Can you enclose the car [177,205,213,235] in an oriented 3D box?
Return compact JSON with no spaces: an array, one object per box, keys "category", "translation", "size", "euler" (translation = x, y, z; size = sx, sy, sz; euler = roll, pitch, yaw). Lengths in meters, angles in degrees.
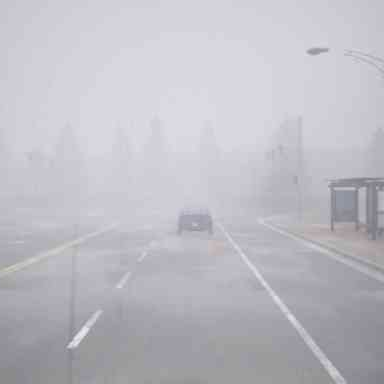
[{"category":"car","translation":[0.161,1.452,18.813],"size":[1.882,1.535,5.008],"euler":[0,0,0]}]
